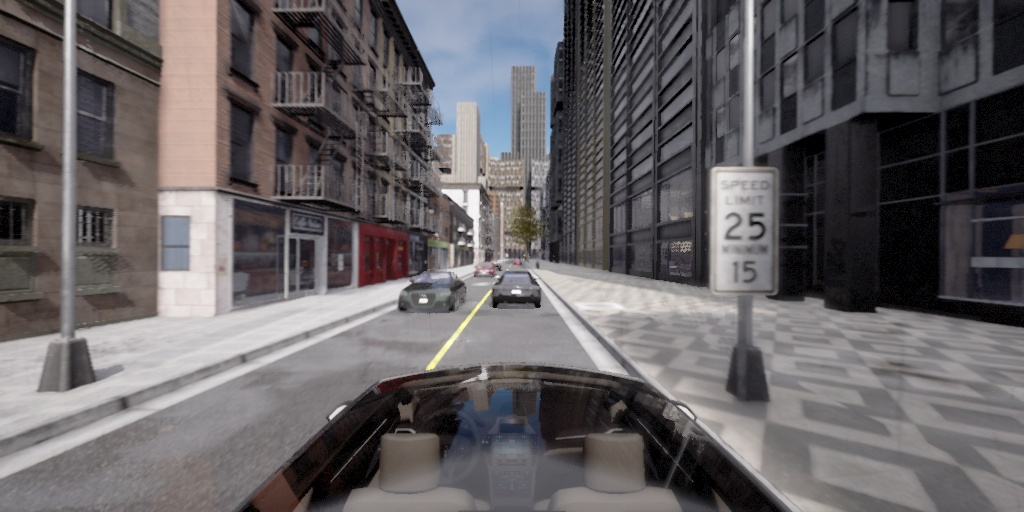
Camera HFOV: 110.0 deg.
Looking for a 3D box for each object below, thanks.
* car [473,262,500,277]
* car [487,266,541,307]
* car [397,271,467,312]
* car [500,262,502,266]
[{"bbox_3d":[-2.493,1.272,34.631,1.812,1.442,4.674,0,0,1],"label":"car"},{"bbox_3d":[0.197,1.320,15.492,1.994,1.385,4.181,0,0,1],"label":"car"},{"bbox_3d":[-2.925,1.295,13.934,1.994,1.385,4.181,0,0,1],"label":"car"},{"bbox_3d":[-2.280,1.390,47.543,1.895,1.301,4.718,0,0,1],"label":"car"}]
